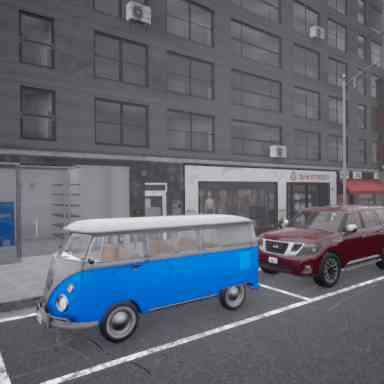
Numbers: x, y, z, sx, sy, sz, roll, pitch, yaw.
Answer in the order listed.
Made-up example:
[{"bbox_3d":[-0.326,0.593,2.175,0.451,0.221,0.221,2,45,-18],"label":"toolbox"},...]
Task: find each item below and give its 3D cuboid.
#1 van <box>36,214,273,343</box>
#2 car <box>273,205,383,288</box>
[{"bbox_3d":[-0.559,1.340,6.157,3.998,1.788,1.690,0,-1,-36],"label":"van"},{"bbox_3d":[3.974,1.312,9.420,5.009,1.841,2.192,0,-1,-36],"label":"car"}]
